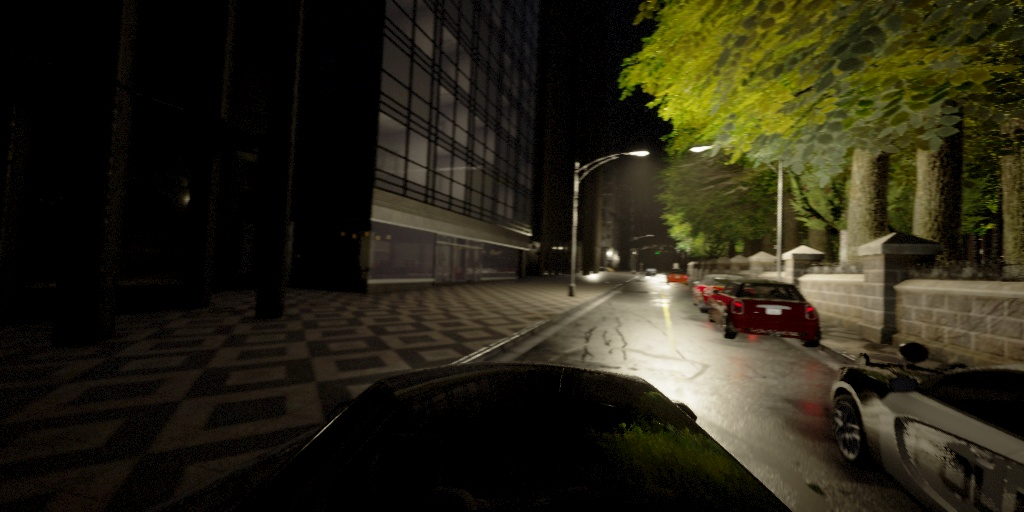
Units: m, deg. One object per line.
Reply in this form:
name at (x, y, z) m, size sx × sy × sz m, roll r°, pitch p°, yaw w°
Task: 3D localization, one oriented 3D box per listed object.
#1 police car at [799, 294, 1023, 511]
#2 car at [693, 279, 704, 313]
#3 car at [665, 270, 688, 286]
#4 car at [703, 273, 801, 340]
police car at (3.778, 1.313, 2.005) m, size 1.930 × 1.638 × 5.238 m, roll 2°, pitch -1°, yaw 22°
car at (9.754, 1.651, 16.697) m, size 2.097 × 1.767 × 4.553 m, roll 2°, pitch -1°, yaw 22°
car at (18.040, 2.269, 39.318) m, size 2.097 × 1.767 × 4.553 m, roll 2°, pitch -1°, yaw 23°
car at (7.493, 1.494, 11.139) m, size 2.097 × 1.767 × 4.553 m, roll 2°, pitch -1°, yaw 22°
